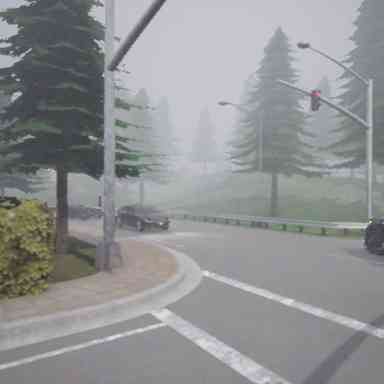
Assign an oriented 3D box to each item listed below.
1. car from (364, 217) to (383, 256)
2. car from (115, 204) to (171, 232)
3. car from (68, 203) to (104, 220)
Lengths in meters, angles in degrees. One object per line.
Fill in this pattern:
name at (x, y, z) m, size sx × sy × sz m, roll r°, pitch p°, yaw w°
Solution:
car at (7.646, 1.250, 10.202) m, size 2.150 × 2.045 × 5.566 m, roll 2°, pitch 0°, yaw -1°
car at (-3.119, 1.519, 20.418) m, size 1.837 × 1.490 × 4.892 m, roll 0°, pitch 0°, yaw -36°
car at (-9.422, 1.614, 28.198) m, size 4.718 × 1.301 × 1.895 m, roll 0°, pitch 0°, yaw 39°
